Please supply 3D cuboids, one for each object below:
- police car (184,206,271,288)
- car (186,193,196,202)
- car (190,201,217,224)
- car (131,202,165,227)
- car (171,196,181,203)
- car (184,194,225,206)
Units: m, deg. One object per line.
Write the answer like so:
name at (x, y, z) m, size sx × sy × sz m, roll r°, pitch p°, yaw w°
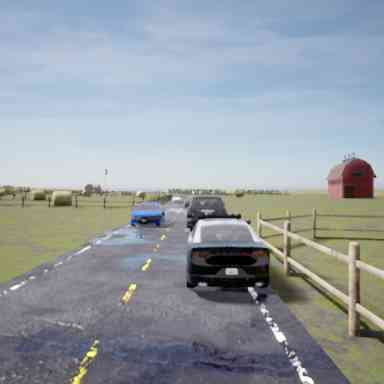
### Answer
police car at (0.802, 1.413, 9.340) m, size 1.930 × 1.638 × 5.238 m, roll 0°, pitch 0°, yaw 0°
car at (-0.163, 1.170, 71.672) m, size 2.097 × 1.767 × 4.553 m, roll 0°, pitch 0°, yaw 0°
car at (0.766, 1.471, 25.230) m, size 1.837 × 1.490 × 4.892 m, roll 0°, pitch 0°, yaw 0°
car at (-2.902, 1.448, 22.589) m, size 1.882 × 1.535 × 5.008 m, roll 0°, pitch 0°, yaw 0°
car at (-2.934, 1.432, 64.745) m, size 1.812 × 1.442 × 4.674 m, roll 0°, pitch 0°, yaw 0°
car at (0.779, 1.198, 19.259) m, size 2.150 × 2.045 × 5.566 m, roll 0°, pitch 0°, yaw 0°
